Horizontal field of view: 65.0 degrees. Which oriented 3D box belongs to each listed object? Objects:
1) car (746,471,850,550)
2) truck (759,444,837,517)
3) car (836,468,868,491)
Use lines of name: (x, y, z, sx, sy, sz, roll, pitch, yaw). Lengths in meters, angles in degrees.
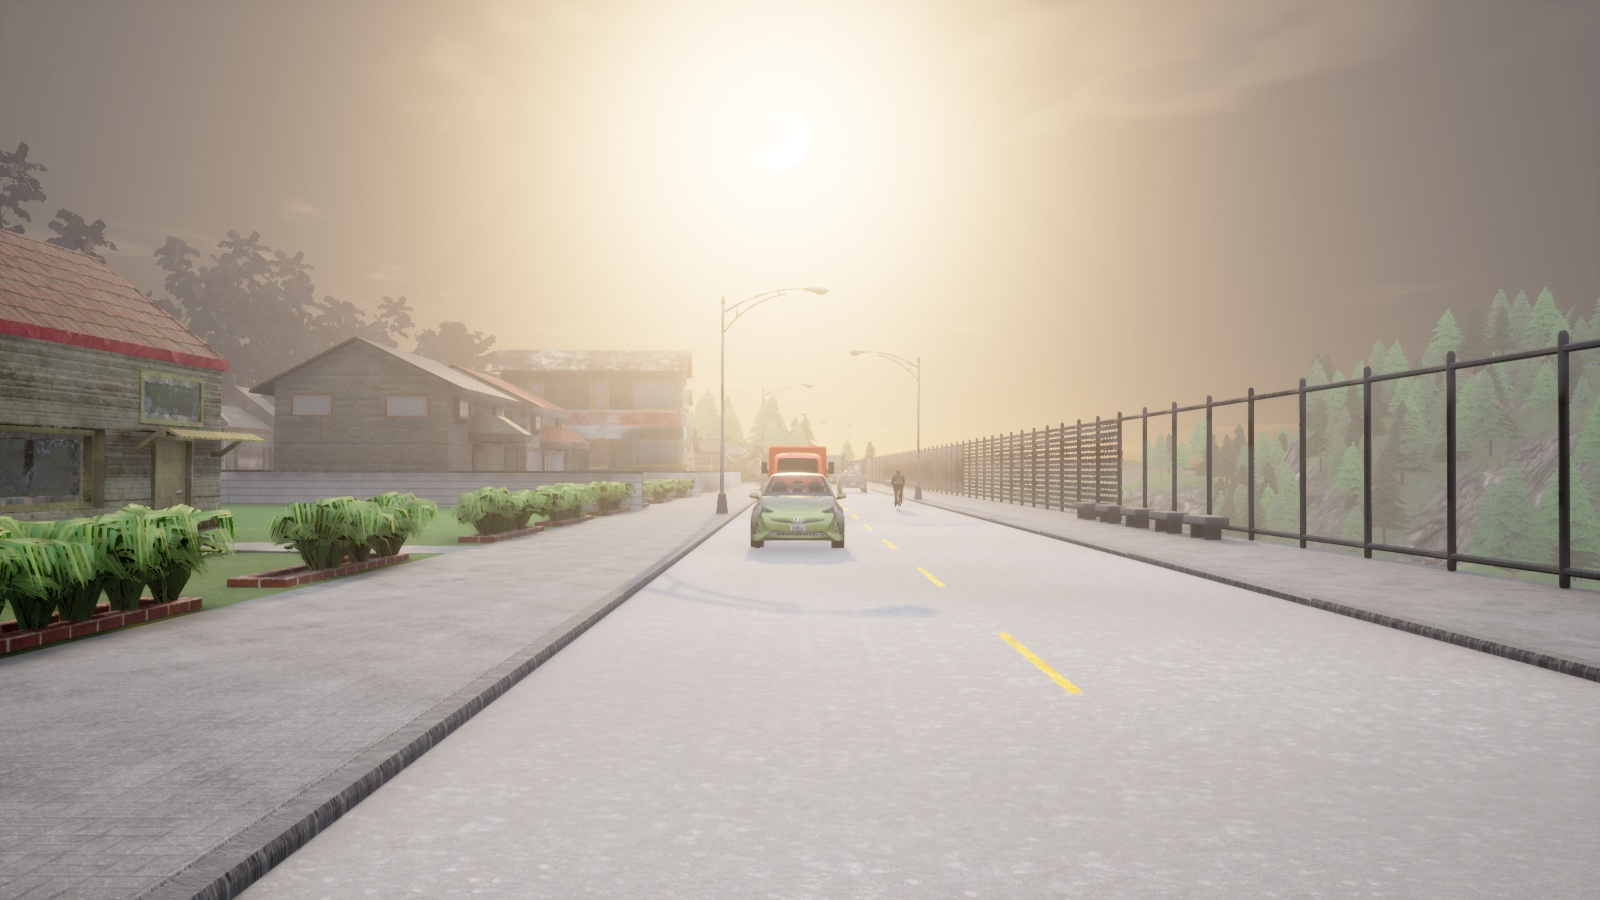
car: (-0.038, 1.208, 26.631, 2.007, 1.525, 4.514, 0, -1, 0)
truck: (-0.075, 1.085, 45.188, 2.627, 2.467, 5.204, 0, -1, 0)
car: (3.835, 2.141, 93.328, 2.152, 1.651, 5.027, 0, -1, 0)
